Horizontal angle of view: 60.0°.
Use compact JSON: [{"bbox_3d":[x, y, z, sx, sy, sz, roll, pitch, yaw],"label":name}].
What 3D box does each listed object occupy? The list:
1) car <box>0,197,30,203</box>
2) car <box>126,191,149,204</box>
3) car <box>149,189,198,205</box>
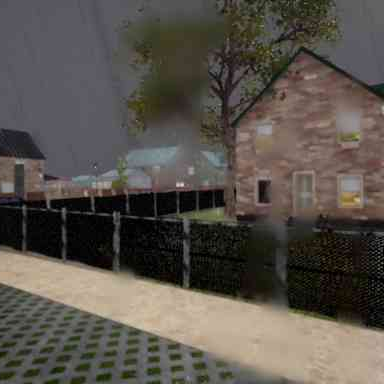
[{"bbox_3d":[-12.046,1.033,21.154,2.033,1.411,5.357,0,2,35],"label":"car"},{"bbox_3d":[-4.895,0.592,31.095,2.033,1.411,5.357,0,2,36],"label":"car"},{"bbox_3d":[-1.301,0.452,31.059,2.128,1.511,4.902,0,2,36],"label":"car"}]
